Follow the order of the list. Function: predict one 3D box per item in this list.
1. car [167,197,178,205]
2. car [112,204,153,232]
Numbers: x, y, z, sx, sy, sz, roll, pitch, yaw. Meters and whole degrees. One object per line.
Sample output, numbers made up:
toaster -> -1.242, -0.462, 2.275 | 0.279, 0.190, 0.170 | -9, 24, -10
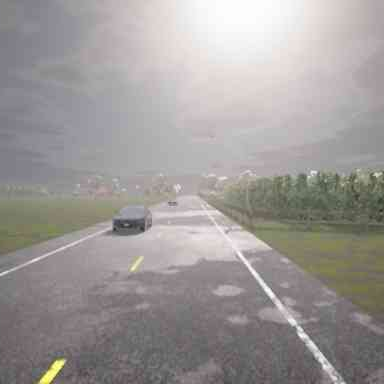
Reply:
car -> -3.522, 1.709, 61.490 | 2.033, 1.411, 5.357 | 0, 0, 1
car -> -3.598, 1.536, 20.776 | 1.882, 1.535, 5.008 | 0, 0, 0
